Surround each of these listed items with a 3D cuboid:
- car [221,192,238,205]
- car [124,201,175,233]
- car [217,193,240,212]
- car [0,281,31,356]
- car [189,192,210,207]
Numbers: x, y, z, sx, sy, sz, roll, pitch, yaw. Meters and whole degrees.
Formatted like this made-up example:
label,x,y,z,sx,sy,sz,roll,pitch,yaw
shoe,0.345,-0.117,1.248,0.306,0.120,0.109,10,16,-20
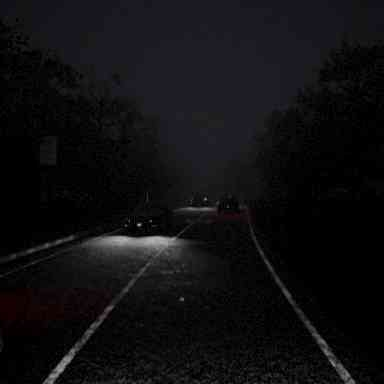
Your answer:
label,x,y,z,sx,sy,sz,roll,pitch,yaw
car,5.007,0.841,44.747,2.128,1.511,4.902,0,1,5
car,-2.162,1.281,18.023,1.837,1.490,4.892,0,0,8
car,3.396,1.038,30.945,2.128,1.511,4.902,0,1,8
car,-3.433,1.578,2.800,1.895,1.301,4.718,0,1,2
car,0.966,0.800,39.641,2.097,1.767,4.553,0,1,7
